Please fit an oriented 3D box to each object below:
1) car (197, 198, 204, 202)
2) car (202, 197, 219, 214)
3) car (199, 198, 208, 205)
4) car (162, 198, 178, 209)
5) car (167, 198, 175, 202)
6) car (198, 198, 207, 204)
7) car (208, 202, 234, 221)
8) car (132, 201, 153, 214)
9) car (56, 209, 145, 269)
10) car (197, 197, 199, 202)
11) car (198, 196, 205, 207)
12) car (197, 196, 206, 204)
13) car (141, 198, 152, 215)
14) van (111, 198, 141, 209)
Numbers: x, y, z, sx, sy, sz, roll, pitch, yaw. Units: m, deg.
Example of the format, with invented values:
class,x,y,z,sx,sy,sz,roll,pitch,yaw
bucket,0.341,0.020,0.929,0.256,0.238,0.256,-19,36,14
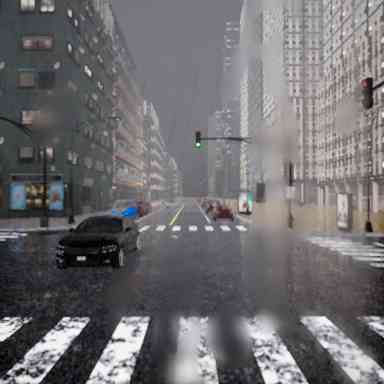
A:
class,x,y,z,sx,sy,sz,roll,pitch,yaw
car,2.400,2.287,95.034,1.802,1.307,4.206,0,0,0
car,2.575,1.720,39.761,1.967,1.590,4.097,0,0,0
car,2.470,2.075,72.924,1.887,1.381,4.507,0,0,0
car,-3.162,1.955,52.077,1.895,1.301,4.718,0,0,0
car,-5.980,2.271,95.008,1.947,1.339,4.313,0,0,0
car,2.452,2.155,78.451,1.802,1.307,4.206,0,0,0
car,2.609,1.783,28.704,1.802,1.307,4.206,0,0,0
car,-5.807,1.825,39.735,1.887,1.381,4.507,0,0,0
car,-3.035,1.561,11.613,1.882,1.535,5.008,0,0,0
car,2.487,2.038,67.397,2.008,1.369,4.403,0,0,0
car,2.522,1.842,56.342,1.967,1.590,4.097,0,0,0
car,2.436,1.931,83.981,2.192,1.841,5.009,0,0,0
car,-5.788,1.556,34.208,2.192,1.841,5.009,0,0,0
van,-5.771,1.542,28.681,1.690,1.788,3.998,0,0,0
